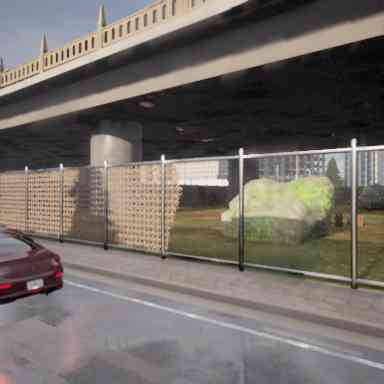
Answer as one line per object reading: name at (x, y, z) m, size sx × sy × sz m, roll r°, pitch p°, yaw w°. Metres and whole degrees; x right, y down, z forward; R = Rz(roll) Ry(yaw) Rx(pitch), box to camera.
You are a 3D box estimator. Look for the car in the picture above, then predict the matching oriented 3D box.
car at (-4.718, 1.519, 7.370) m, size 4.674 × 1.442 × 1.812 m, roll 0°, pitch 0°, yaw 35°
